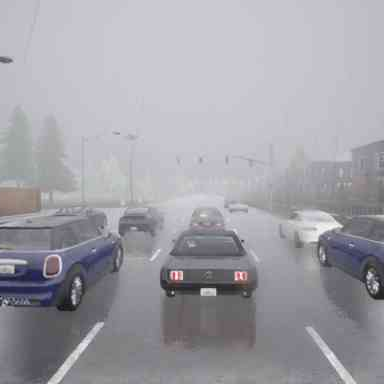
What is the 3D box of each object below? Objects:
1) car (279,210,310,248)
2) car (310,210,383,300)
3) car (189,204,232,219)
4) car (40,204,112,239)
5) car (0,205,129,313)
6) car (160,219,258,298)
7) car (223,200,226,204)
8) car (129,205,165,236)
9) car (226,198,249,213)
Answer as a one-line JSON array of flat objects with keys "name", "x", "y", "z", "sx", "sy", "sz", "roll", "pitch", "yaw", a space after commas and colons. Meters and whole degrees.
[{"name": "car", "x": 5.122, "y": 1.525, "z": 14.548, "sx": 1.812, "sy": 1.442, "sz": 4.674, "roll": 0, "pitch": 0, "yaw": 2}, {"name": "car", "x": 4.866, "y": 1.351, "z": 8.524, "sx": 2.097, "sy": 1.767, "sz": 4.553, "roll": 0, "pitch": 0, "yaw": 2}, {"name": "car", "x": 0.816, "y": 1.546, "z": 18.069, "sx": 2.033, "sy": 1.411, "sz": 5.357, "roll": 0, "pitch": 0, "yaw": 2}, {"name": "car", "x": -6.172, "y": 1.490, "z": 18.476, "sx": 2.128, "sy": 1.511, "sz": 4.902, "roll": 0, "pitch": 0, "yaw": 2}, {"name": "car", "x": -3.118, "y": 1.352, "z": 7.868, "sx": 2.097, "sy": 1.767, "sz": 4.553, "roll": 0, "pitch": 0, "yaw": 2}, {"name": "car", "x": 0.411, "y": 1.600, "z": 8.486, "sx": 1.895, "sy": 1.301, "sz": 4.718, "roll": 0, "pitch": 0, "yaw": 2}, {"name": "car", "x": 5.421, "y": 1.544, "z": 46.421, "sx": 2.033, "sy": 1.411, "sz": 5.357, "roll": 0, "pitch": 0, "yaw": 2}, {"name": "car", "x": -2.677, "y": 1.503, "z": 18.271, "sx": 1.837, "sy": 1.490, "sz": 4.892, "roll": 0, "pitch": 0, "yaw": 2}, {"name": "car", "x": 5.048, "y": 1.598, "z": 36.531, "sx": 1.895, "sy": 1.301, "sz": 4.718, "roll": 0, "pitch": 0, "yaw": 3}]
